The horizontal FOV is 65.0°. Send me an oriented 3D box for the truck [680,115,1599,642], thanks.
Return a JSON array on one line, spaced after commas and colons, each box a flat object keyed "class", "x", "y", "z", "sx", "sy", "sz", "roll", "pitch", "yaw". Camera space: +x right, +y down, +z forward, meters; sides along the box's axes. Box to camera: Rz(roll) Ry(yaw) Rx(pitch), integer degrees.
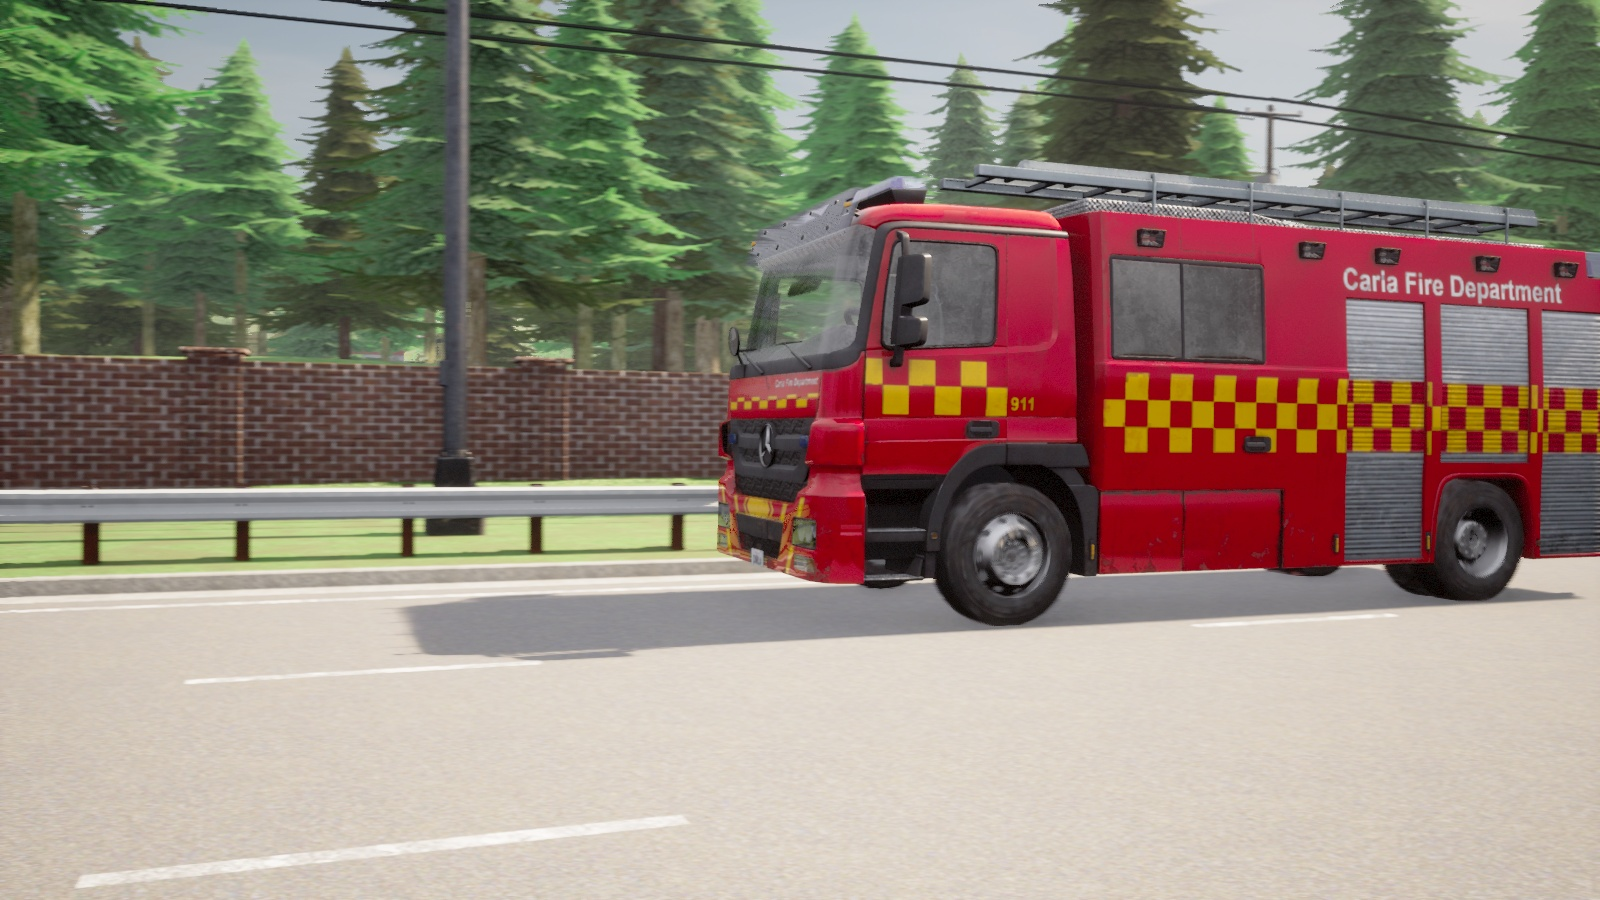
[{"class": "truck", "x": 3.360, "y": -0.599, "z": 11.988, "sx": 8.468, "sy": 3.827, "sz": 2.891, "roll": -1, "pitch": 1, "yaw": -21}]
